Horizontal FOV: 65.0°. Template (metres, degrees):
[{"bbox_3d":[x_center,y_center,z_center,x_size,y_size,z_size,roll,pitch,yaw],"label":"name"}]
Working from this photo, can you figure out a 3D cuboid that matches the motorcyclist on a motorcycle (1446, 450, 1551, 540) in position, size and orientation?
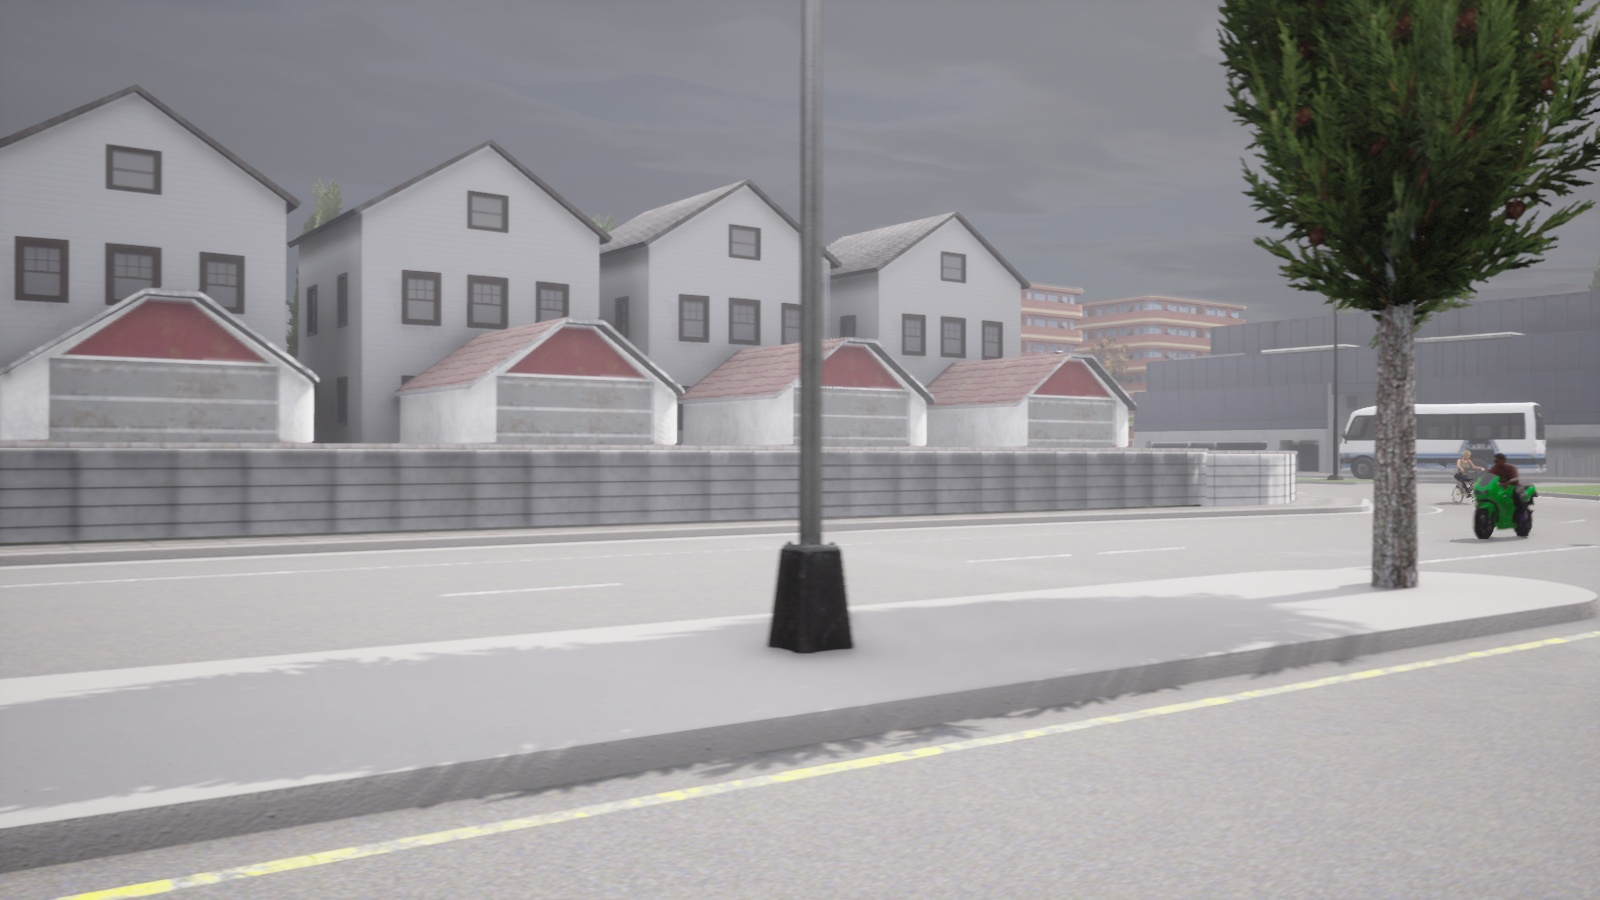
[{"bbox_3d":[12.220,0.755,21.956,2.044,1.523,0.797,0,0,-35],"label":"motorcyclist on a motorcycle"}]

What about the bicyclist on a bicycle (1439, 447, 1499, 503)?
[{"bbox_3d":[19.909,0.731,37.416,0.866,1.612,1.509,1,0,-6],"label":"bicyclist on a bicycle"}]

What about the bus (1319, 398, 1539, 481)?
[{"bbox_3d":[34.805,-0.534,69.780,10.273,4.253,3.944,0,0,40],"label":"bus"}]
